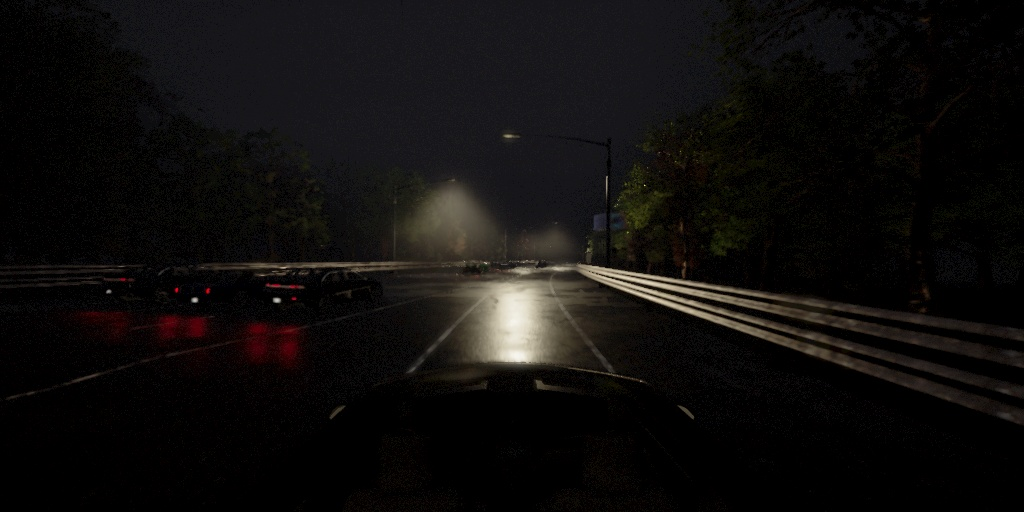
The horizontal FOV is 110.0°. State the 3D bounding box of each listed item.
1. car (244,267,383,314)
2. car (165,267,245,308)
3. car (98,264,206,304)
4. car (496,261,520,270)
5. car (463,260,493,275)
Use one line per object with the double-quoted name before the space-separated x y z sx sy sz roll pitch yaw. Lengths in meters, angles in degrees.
"car" -6.713 1.168 13.361 2.128 1.511 4.902 2 0 12
"car" -10.150 1.204 14.148 1.895 1.301 4.718 0 -1 12
"car" -13.575 1.066 14.881 2.128 1.511 4.902 0 -1 12
"car" -0.655 1.629 60.872 2.128 1.511 4.902 0 -1 11
"car" -4.249 1.285 43.162 2.097 1.767 4.553 1 -1 11
